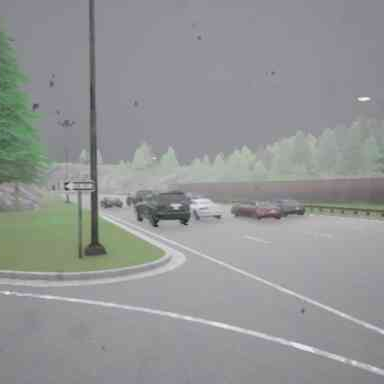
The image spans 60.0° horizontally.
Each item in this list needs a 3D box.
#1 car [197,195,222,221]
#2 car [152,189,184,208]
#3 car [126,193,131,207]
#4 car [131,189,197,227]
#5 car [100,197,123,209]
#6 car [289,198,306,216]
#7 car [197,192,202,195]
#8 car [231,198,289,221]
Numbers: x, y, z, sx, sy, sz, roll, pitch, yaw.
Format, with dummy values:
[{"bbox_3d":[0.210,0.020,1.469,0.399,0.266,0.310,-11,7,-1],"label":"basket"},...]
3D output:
[{"bbox_3d":[0.503,1.202,23.961,1.812,1.442,4.674,-1,1,-24],"label":"car"},{"bbox_3d":[-3.024,0.709,40.729,2.150,2.045,5.566,-1,1,-24],"label":"car"},{"bbox_3d":[-6.241,0.754,39.346,2.150,2.045,5.566,-1,1,-24],"label":"car"},{"bbox_3d":[-1.960,0.960,20.851,2.150,2.045,5.566,-1,1,-24],"label":"car"},{"bbox_3d":[-9.166,1.185,37.317,1.895,1.301,4.718,-1,1,-24],"label":"car"},{"bbox_3d":[7.024,1.152,26.516,1.994,1.385,4.181,-1,1,-24],"label":"car"},{"bbox_3d":[-0.036,0.789,42.634,2.097,1.767,4.553,-1,1,-24],"label":"car"},{"bbox_3d":[4.488,1.212,23.585,1.994,1.385,4.181,-1,1,-24],"label":"car"}]
